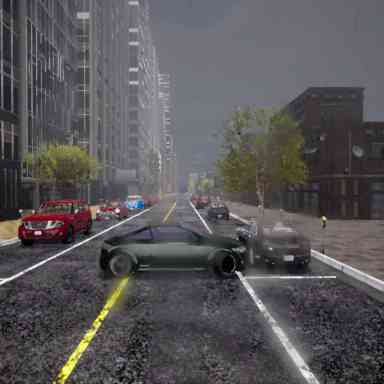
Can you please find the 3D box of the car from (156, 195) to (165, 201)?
[{"bbox_3d":[-7.857,1.497,82.688,1.752,1.417,4.829,-1,0,-1],"label":"car"}]

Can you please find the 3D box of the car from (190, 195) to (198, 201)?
[{"bbox_3d":[0.517,1.537,83.068,1.947,1.339,4.313,-1,0,-1],"label":"car"}]

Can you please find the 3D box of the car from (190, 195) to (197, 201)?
[{"bbox_3d":[0.371,1.551,88.600,1.802,1.307,4.206,-1,0,-2],"label":"car"}]

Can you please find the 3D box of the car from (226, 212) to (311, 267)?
[{"bbox_3d":[2.548,1.548,11.148,2.008,1.369,4.403,-1,0,-1],"label":"car"}]

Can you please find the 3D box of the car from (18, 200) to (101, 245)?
[{"bbox_3d":[-6.192,1.310,15.734,2.192,1.841,5.009,-1,0,-1],"label":"car"}]

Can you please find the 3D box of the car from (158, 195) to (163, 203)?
[{"bbox_3d":[-7.422,1.522,66.260,1.887,1.381,4.507,-1,0,-2],"label":"car"}]

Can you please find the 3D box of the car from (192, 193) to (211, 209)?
[{"bbox_3d":[1.537,1.301,44.340,2.192,1.841,5.009,-1,0,-2],"label":"car"}]

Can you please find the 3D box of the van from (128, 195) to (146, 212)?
[{"bbox_3d":[-6.694,1.329,38.595,1.690,1.788,3.998,-1,0,-2],"label":"van"}]

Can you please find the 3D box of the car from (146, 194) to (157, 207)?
[{"bbox_3d":[-6.986,1.299,49.661,2.192,1.841,5.009,-1,0,-2],"label":"car"}]

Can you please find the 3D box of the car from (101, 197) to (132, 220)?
[{"bbox_3d":[-6.392,1.432,26.802,1.967,1.590,4.097,-1,0,-1],"label":"car"}]

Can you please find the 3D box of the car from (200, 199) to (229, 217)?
[{"bbox_3d":[2.011,1.543,27.007,2.008,1.369,4.403,-1,0,-1],"label":"car"}]

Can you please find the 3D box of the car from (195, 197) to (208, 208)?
[{"bbox_3d":[1.390,1.509,50.042,1.752,1.417,4.829,-1,0,-2],"label":"car"}]

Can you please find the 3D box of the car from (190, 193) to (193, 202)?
[{"bbox_3d":[0.806,1.291,72.003,2.192,1.841,5.009,-1,0,-2],"label":"car"}]

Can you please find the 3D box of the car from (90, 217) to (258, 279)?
[{"bbox_3d":[-0.468,1.557,9.518,4.181,1.385,1.994,0,0,-2],"label":"car"}]
